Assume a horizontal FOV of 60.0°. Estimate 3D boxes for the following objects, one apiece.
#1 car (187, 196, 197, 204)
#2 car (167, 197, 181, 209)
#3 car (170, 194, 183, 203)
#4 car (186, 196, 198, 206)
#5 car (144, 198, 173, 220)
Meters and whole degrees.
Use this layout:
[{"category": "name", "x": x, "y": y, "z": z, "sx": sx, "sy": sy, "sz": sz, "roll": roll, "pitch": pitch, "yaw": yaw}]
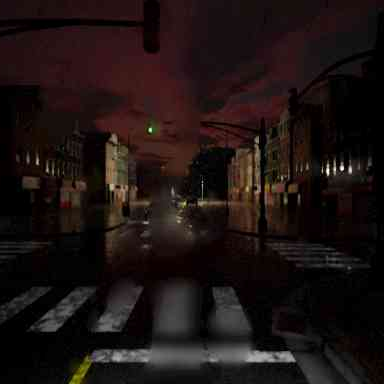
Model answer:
[{"category": "car", "x": -0.015, "y": 1.546, "z": 65.914, "sx": 1.994, "sy": 1.385, "sz": 4.181, "roll": 0, "pitch": 0, "yaw": 0}, {"category": "car", "x": -2.853, "y": 1.461, "z": 43.889, "sx": 2.128, "sy": 1.511, "sz": 4.902, "roll": 0, "pitch": 0, "yaw": 0}, {"category": "car", "x": -2.764, "y": 1.221, "z": 60.105, "sx": 2.128, "sy": 1.511, "sz": 4.902, "roll": 0, "pitch": 0, "yaw": 0}, {"category": "car", "x": -0.013, "y": 1.480, "z": 55.497, "sx": 1.837, "sy": 1.490, "sz": 4.892, "roll": 0, "pitch": 0, "yaw": 0}, {"category": "car", "x": -2.855, "y": 1.501, "z": 27.778, "sx": 1.812, "sy": 1.442, "sz": 4.674, "roll": 0, "pitch": 0, "yaw": 0}]
